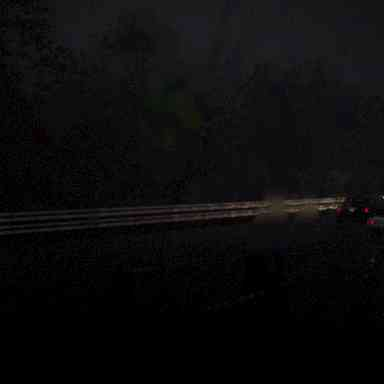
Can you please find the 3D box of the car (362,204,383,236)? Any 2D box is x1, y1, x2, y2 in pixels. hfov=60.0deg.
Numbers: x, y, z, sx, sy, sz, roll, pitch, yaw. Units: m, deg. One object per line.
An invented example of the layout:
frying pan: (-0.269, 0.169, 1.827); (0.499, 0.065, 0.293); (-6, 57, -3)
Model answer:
car: (10.080, 1.325, 15.226); (4.718, 1.301, 1.895); (-1, 1, -35)

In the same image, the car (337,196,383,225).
car: (10.757, 1.022, 19.999); (4.553, 1.767, 2.097); (-1, 1, -35)
